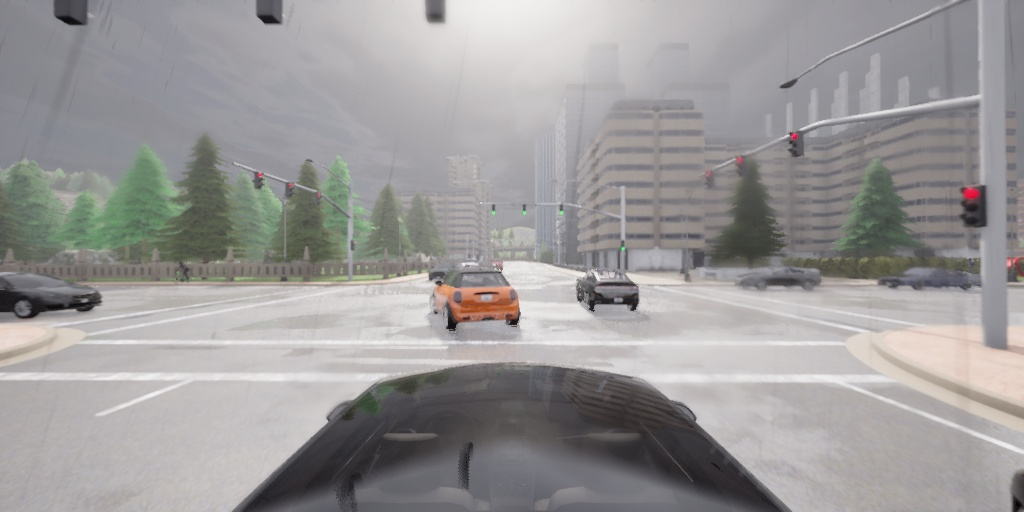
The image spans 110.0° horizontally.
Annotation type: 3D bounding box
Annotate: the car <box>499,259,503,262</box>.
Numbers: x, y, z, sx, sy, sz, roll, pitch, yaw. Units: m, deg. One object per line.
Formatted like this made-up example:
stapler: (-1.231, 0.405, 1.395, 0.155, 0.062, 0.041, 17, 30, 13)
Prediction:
car: (-2.570, 1.430, 58.004, 2.150, 2.045, 5.566, 0, 0, 1)

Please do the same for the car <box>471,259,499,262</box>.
car: (-2.837, 1.403, 38.703, 2.097, 1.767, 4.553, 0, 0, 1)

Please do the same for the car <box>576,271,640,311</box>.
car: (3.833, 1.350, 15.011, 2.128, 1.511, 4.902, 0, 0, 2)

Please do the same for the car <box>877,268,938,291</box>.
car: (26.925, 1.474, 23.036, 5.357, 1.411, 2.033, 0, 0, 0)

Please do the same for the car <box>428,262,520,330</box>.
car: (-1.388, 1.183, 11.811, 2.097, 1.767, 4.553, 0, -1, -19)

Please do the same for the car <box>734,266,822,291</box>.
car: (17.052, 1.418, 23.124, 4.902, 1.511, 2.128, 0, 0, 1)

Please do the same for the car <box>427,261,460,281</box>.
car: (-6.461, 1.367, 34.294, 2.097, 1.767, 4.553, 0, 0, 3)

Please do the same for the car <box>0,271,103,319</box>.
car: (-17.563, 1.343, 12.729, 4.892, 1.490, 1.837, 0, 0, 1)

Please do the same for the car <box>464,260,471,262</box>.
car: (-6.290, 1.579, 43.241, 2.128, 1.511, 4.902, 0, 0, 1)

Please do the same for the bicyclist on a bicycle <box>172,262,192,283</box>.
bicyclist on a bicycle: (-25.054, 1.257, 27.278, 0.582, 1.620, 1.656, 0, 0, 1)
